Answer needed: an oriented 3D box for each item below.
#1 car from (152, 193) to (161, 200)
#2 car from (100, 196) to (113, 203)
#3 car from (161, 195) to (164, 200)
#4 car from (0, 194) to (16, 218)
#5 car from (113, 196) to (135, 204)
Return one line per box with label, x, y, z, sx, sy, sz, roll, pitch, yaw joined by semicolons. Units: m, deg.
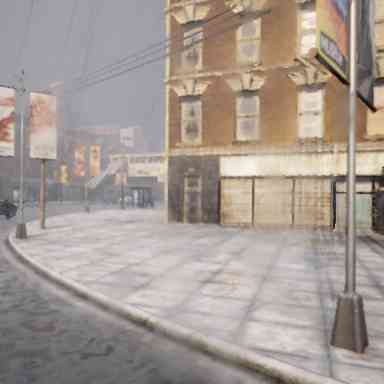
car;-11.126;1.186;87.080;2.435;2.045;5.566;1;0;19
car;-15.988;1.461;64.306;1.994;1.385;4.181;1;0;20
car;-8.698;1.580;94.065;1.895;1.301;4.718;1;0;19
car;-15.503;1.097;25.281;2.150;2.045;5.566;0;0;-6
car;-12.549;1.460;63.529;1.812;1.442;4.674;1;0;20
